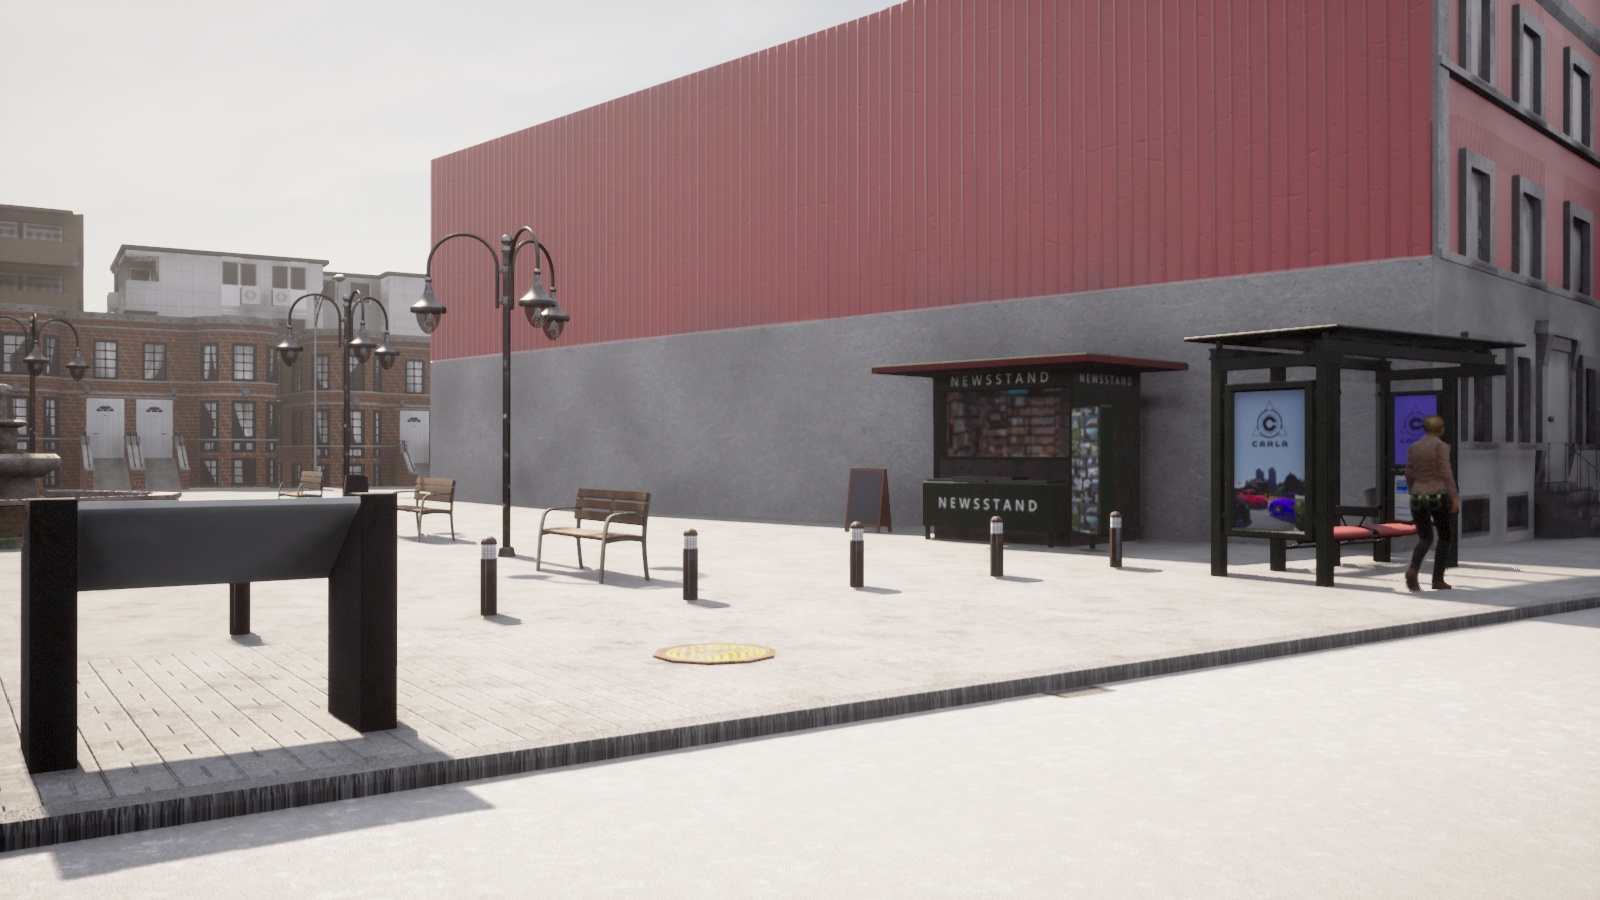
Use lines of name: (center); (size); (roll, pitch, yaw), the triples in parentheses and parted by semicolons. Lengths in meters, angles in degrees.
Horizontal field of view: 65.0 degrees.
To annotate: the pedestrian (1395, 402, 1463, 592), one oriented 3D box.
pedestrian: (6.257, 0.456, 12.491); (0.634, 1.846, 0.331); (0, 0, -34)
